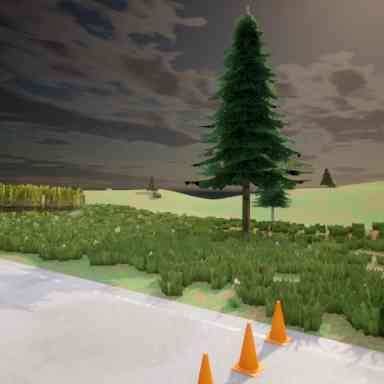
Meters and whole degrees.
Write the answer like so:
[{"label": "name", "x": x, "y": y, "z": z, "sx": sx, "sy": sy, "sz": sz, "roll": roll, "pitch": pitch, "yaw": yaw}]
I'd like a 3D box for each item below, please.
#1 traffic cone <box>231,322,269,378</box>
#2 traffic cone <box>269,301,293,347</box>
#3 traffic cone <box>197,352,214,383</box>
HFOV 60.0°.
[{"label": "traffic cone", "x": 0.725, "y": 1.955, "z": 4.246, "sx": 0.340, "sy": 0.580, "sz": 0.340, "roll": 0, "pitch": 0, "yaw": 36}, {"label": "traffic cone", "x": 1.310, "y": 1.955, "z": 5.057, "sx": 0.340, "sy": 0.580, "sz": 0.340, "roll": 0, "pitch": 0, "yaw": 36}, {"label": "traffic cone", "x": 0.140, "y": 1.955, "z": 3.434, "sx": 0.340, "sy": 0.580, "sz": 0.340, "roll": 0, "pitch": 0, "yaw": 36}]
